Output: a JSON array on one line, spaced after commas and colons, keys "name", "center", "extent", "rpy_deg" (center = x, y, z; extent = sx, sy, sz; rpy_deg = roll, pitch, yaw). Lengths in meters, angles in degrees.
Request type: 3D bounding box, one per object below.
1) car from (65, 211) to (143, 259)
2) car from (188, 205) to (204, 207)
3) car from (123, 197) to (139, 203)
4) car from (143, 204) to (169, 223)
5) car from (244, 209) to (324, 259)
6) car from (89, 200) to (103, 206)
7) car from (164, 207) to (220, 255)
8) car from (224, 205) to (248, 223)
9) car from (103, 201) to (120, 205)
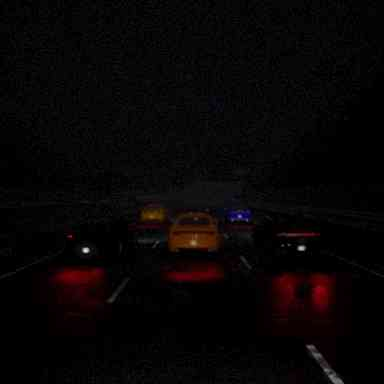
[{"name": "car", "center": [-3.407, 1.645, 13.246], "extent": [1.837, 1.490, 4.892], "rpy_deg": [0, 0, 1]}, {"name": "car", "center": [0.352, 1.840, 28.110], "extent": [1.837, 1.490, 4.892], "rpy_deg": [0, 0, 2]}, {"name": "car", "center": [-12.158, 2.059, 66.461], "extent": [2.150, 2.045, 5.566], "rpy_deg": [0, 0, 3]}, {"name": "car", "center": [-3.121, 1.819, 28.908], "extent": [1.882, 1.535, 5.008], "rpy_deg": [0, -1, 2]}, {"name": "car", "center": [3.593, 1.632, 13.189], "extent": [2.128, 1.511, 4.902], "rpy_deg": [0, -1, 1]}, {"name": "car", "center": [-19.152, 2.388, 66.749], "extent": [1.994, 1.385, 4.181], "rpy_deg": [0, -1, 3]}, {"name": "car", "center": [0.111, 1.625, 13.964], "extent": [1.882, 1.535, 5.008], "rpy_deg": [0, 0, 1]}, {"name": "car", "center": [3.879, 1.820, 28.779], "extent": [1.882, 1.535, 5.008], "rpy_deg": [0, -1, 2]}, {"name": "car", "center": [-15.657, 2.390, 66.559], "extent": [1.994, 1.385, 4.181], "rpy_deg": [0, -1, 3]}]
